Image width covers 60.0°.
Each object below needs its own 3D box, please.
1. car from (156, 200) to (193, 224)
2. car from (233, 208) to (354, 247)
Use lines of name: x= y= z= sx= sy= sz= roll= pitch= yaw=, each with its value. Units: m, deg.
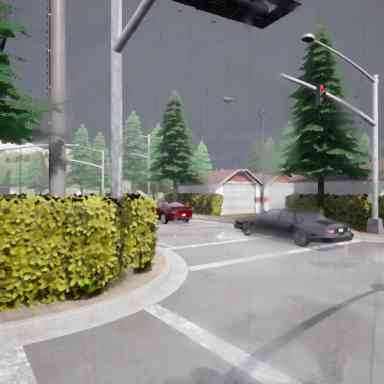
car: x=-1.943 y=1.305 z=23.378 sx=1.882 sy=1.535 sz=5.008 roll=-1 pitch=1 yaw=-35
car: x=4.253 y=1.422 z=14.783 sx=2.033 sy=1.411 sz=5.357 roll=0 pitch=2 yaw=-35
